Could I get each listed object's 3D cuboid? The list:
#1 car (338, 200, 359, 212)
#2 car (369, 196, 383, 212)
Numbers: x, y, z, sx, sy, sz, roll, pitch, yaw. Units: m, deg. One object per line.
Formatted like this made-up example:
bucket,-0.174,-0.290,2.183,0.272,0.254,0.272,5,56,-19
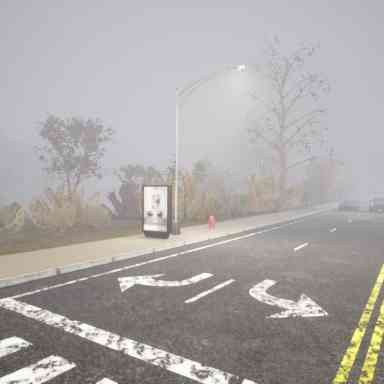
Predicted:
car,18.724,1.624,39.670,1.994,1.385,4.181,0,0,31
car,21.539,1.393,38.046,2.097,1.767,4.553,0,0,31
